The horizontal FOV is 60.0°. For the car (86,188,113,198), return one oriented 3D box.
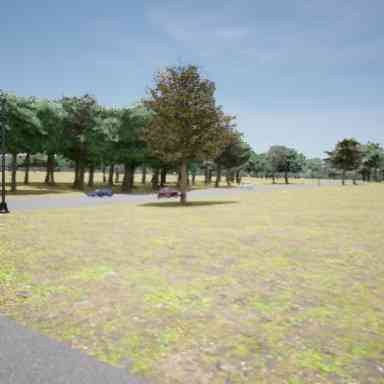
[{"bbox_3d":[-15.264,0.148,55.027,1.812,1.442,4.674,4,5,35],"label":"car"}]

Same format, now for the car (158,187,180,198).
[{"bbox_3d":[-3.966,0.031,58.809,2.097,1.767,4.553,4,4,35],"label":"car"}]
